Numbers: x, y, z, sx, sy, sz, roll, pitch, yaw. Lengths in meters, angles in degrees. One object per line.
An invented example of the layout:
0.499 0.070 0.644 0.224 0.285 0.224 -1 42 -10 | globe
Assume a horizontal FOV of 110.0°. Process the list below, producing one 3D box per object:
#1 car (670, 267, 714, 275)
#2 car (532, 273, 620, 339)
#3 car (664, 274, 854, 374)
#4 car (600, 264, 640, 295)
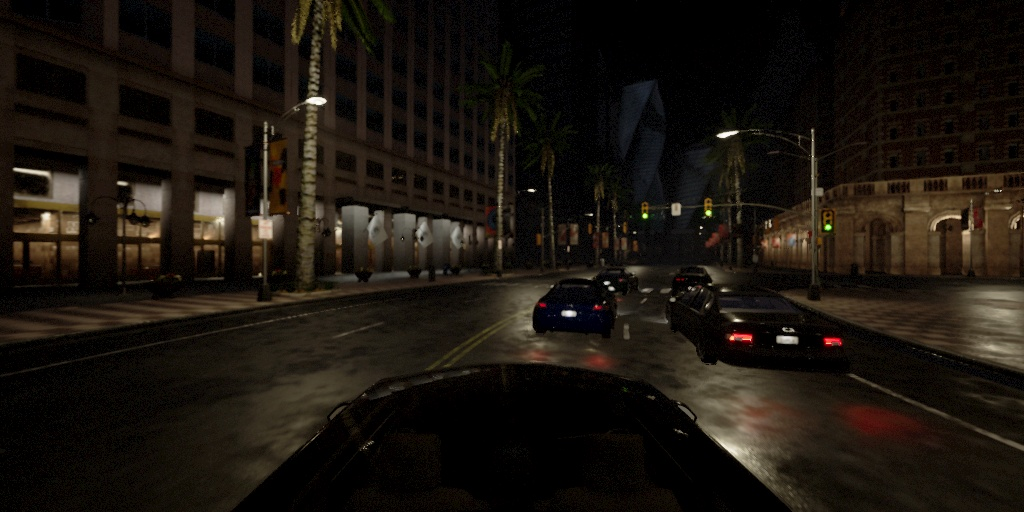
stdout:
9.675 1.315 19.320 1.837 1.490 4.892 0 0 26 | car
1.959 1.337 10.347 1.994 1.385 4.181 0 0 18 | car
4.745 1.321 7.860 2.033 1.411 5.357 0 0 13 | car
5.896 1.370 20.303 1.994 1.385 4.181 0 0 29 | car
